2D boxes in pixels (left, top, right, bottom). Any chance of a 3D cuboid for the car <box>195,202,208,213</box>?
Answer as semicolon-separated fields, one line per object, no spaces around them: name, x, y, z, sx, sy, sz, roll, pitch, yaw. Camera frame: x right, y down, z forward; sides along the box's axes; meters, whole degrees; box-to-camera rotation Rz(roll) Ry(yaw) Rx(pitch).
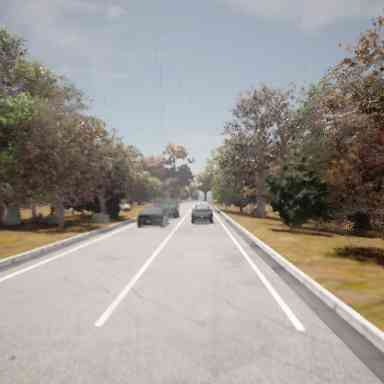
car;1.412;2.189;47.912;1.812;1.442;4.674;1;-1;2

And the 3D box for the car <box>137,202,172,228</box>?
car;-2.904;1.797;25.285;1.882;1.535;5.008;1;-1;2

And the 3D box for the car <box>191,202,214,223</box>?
car;0.912;1.911;30.029;2.128;1.511;4.902;1;-1;2

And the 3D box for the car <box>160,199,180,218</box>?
car;-2.524;1.782;35.762;2.150;2.045;5.566;1;-1;2
